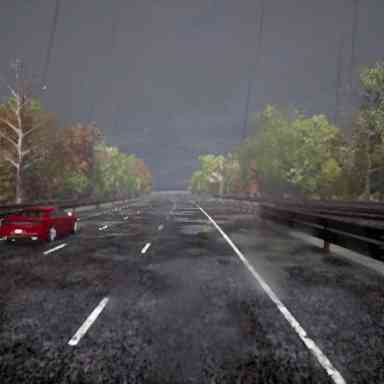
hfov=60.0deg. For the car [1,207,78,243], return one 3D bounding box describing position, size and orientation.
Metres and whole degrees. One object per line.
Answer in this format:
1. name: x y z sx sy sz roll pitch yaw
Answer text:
1. car: -7.004 1.433 15.864 1.882 1.535 5.008 0 0 -1
